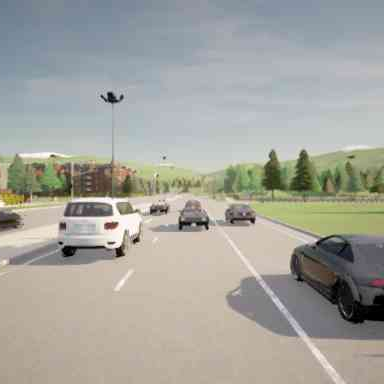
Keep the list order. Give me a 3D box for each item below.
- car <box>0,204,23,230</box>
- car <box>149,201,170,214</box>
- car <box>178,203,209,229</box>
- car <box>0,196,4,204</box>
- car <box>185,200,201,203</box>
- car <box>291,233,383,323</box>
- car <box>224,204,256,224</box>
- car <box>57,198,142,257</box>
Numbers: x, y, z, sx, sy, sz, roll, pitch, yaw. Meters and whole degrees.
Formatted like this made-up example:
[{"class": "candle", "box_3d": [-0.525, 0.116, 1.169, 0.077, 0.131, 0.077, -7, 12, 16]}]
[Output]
[{"class": "car", "box_3d": [-11.582, 1.599, 19.165, 1.994, 1.385, 4.181, 0, 0, 0]}, {"class": "car", "box_3d": [-3.390, 1.667, 35.968, 1.895, 1.301, 4.718, 0, 0, 0]}, {"class": "car", "box_3d": [0.104, 1.642, 21.830, 1.895, 1.301, 4.718, 0, 0, 0]}, {"class": "car", "box_3d": [-15.070, 1.263, 22.795, 2.150, 2.045, 5.566, 0, 0, 0]}, {"class": "car", "box_3d": [0.111, 1.639, 40.226, 1.994, 1.385, 4.181, 0, 0, 0]}, {"class": "car", "box_3d": [3.606, 1.578, 7.211, 1.994, 1.385, 4.181, 0, 0, 0]}, {"class": "car", "box_3d": [3.607, 1.595, 25.415, 2.033, 1.411, 5.357, 0, 0, 0]}, {"class": "car", "box_3d": [-3.397, 1.246, 13.230, 2.150, 2.045, 5.566, 0, 0, 0]}]
